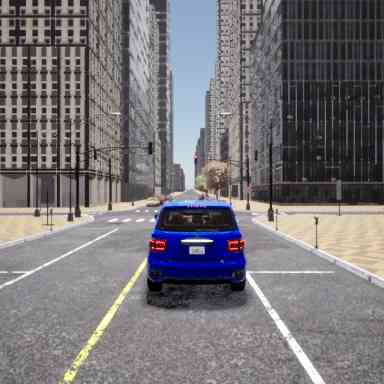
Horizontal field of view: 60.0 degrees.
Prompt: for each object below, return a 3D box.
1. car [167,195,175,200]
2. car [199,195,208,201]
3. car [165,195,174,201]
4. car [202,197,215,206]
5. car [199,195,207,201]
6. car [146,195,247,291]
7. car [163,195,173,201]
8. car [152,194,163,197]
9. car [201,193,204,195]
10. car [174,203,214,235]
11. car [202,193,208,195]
[{"bbox_3d":[-5.691,1.411,90.014,2.008,1.369,4.403,0,0,0],"label":"car"},{"bbox_3d":[2.690,1.419,78.829,1.752,1.417,4.829,0,0,0],"label":"car"},{"bbox_3d":[-5.691,1.428,84.339,2.008,1.369,4.403,0,0,0],"label":"car"},{"bbox_3d":[2.790,1.500,55.961,2.008,1.369,4.403,0,0,0],"label":"car"},{"bbox_3d":[2.690,1.422,84.333,1.887,1.381,4.507,0,0,0],"label":"car"},{"bbox_3d":[0.098,1.221,9.112,2.150,2.045,5.566,0,0,0],"label":"car"},{"bbox_3d":[-5.691,1.438,78.663,1.887,1.381,4.507,0,0,0],"label":"car"},{"bbox_3d":[-5.819,1.486,50.113,1.752,1.417,4.829,0,0,0],"label":"car"},{"bbox_3d":[2.692,1.224,72.984,2.192,1.841,5.009,0,0,0],"label":"car"},{"bbox_3d":[0.095,1.486,19.842,2.128,1.511,4.902,0,0,0],"label":"car"},{"bbox_3d":[2.821,1.400,50.283,1.967,1.590,4.097,0,0,0],"label":"car"}]
